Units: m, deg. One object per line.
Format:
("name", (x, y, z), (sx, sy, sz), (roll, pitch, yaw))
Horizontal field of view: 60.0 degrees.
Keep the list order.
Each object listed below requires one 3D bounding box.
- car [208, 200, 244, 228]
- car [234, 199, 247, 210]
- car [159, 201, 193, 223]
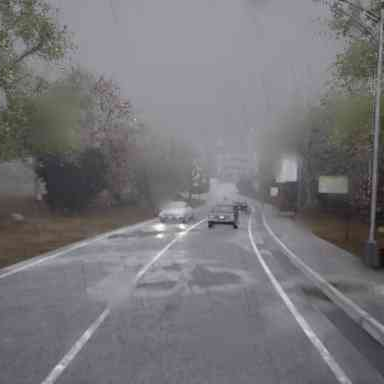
("car", (2.154, 1.526, 21.892), (2.033, 1.411, 5.357), (1, 0, 10))
("car", (6.096, 1.566, 42.615), (1.895, 1.301, 4.718), (1, 0, 11))
("car", (-1.067, 1.439, 24.651), (1.812, 1.442, 4.674), (1, 0, 11))
